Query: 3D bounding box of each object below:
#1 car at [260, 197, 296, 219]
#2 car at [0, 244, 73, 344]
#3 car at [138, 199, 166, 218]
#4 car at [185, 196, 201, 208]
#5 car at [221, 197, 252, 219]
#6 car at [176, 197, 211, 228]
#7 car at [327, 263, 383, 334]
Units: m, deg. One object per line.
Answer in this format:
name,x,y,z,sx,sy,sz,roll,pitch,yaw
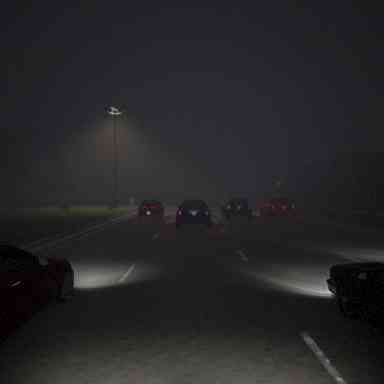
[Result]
car,7.101,1.217,27.906,2.097,1.767,4.553,0,0,0
car,-3.399,1.500,5.082,1.812,1.442,4.674,0,0,0
car,-3.399,1.367,28.371,1.837,1.490,4.892,0,0,0
car,0.102,1.334,44.003,2.033,1.411,5.357,0,0,0
car,3.601,1.218,27.524,2.097,1.767,4.553,0,0,0
car,0.101,1.248,21.393,2.097,1.767,4.553,0,0,0
car,3.600,1.527,4.176,2.033,1.411,5.357,0,0,0
